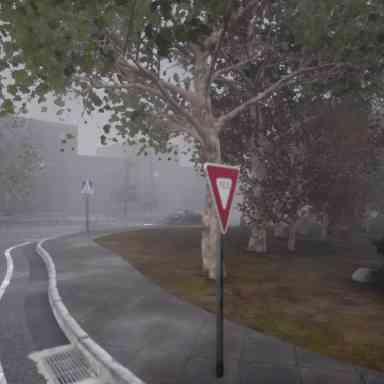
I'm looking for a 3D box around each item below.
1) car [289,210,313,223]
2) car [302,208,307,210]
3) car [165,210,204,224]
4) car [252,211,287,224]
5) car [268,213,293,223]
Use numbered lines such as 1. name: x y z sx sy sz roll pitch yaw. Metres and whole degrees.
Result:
1. car: 16.356 3.891 49.444 1.882 1.535 5.008 0 -2 41
2. car: 25.973 4.661 77.723 2.435 2.045 5.566 0 -2 42
3. car: -0.401 2.621 35.095 2.033 1.411 5.357 0 -4 41
4. car: 9.345 3.051 41.446 2.150 2.045 5.566 0 -4 41
5. car: 13.630 3.959 51.114 1.994 1.385 4.181 0 -2 41
